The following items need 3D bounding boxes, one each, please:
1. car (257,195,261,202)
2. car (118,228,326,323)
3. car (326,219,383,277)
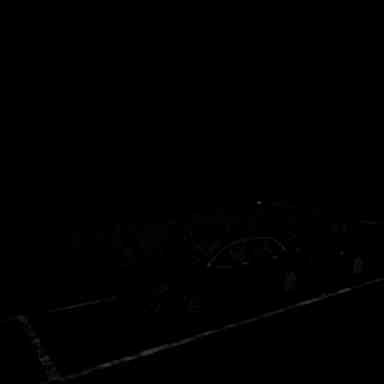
[{"bbox_3d":[9.792,0.906,54.836,1.994,1.385,4.181,0,1,-35],"label":"car"},{"bbox_3d":[0.615,1.551,7.087,4.403,1.369,2.008,0,0,-36],"label":"car"},{"bbox_3d":[5.046,1.545,10.249,4.507,1.381,1.887,0,0,-36],"label":"car"}]
